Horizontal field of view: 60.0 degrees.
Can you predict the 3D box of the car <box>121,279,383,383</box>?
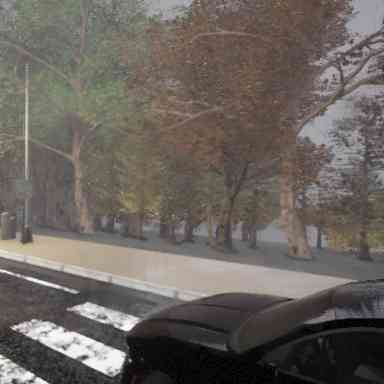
[{"bbox_3d":[1.607,1.477,2.540,5.008,1.535,1.882,0,0,36],"label":"car"}]
